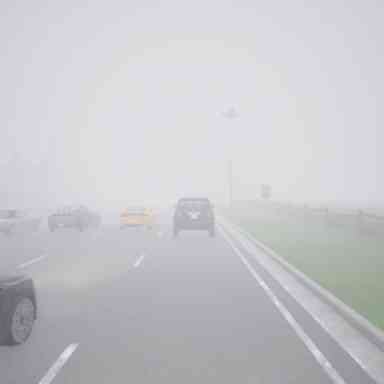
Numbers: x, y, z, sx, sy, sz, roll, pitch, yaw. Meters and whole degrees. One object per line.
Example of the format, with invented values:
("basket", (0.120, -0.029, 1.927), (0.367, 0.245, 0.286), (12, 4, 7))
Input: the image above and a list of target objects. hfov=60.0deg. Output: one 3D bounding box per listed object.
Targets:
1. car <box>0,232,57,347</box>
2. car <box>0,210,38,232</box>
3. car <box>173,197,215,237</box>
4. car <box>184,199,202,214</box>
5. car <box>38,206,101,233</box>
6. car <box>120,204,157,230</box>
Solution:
("car", (-3.398, 1.503, 3.455), (2.128, 1.511, 4.902), (0, 0, 0))
("car", (-10.396, 1.660, 18.927), (1.895, 1.301, 4.718), (0, 0, 0))
("car", (0.105, 1.279, 18.653), (2.150, 2.045, 5.566), (0, 0, 0))
("car", (0.106, 1.621, 37.584), (1.837, 1.490, 4.892), (0, 0, 0))
("car", (-6.896, 1.554, 19.934), (2.128, 1.511, 4.902), (0, 0, 0))
("car", (-3.395, 1.545, 21.748), (1.882, 1.535, 5.008), (0, 0, 0))
